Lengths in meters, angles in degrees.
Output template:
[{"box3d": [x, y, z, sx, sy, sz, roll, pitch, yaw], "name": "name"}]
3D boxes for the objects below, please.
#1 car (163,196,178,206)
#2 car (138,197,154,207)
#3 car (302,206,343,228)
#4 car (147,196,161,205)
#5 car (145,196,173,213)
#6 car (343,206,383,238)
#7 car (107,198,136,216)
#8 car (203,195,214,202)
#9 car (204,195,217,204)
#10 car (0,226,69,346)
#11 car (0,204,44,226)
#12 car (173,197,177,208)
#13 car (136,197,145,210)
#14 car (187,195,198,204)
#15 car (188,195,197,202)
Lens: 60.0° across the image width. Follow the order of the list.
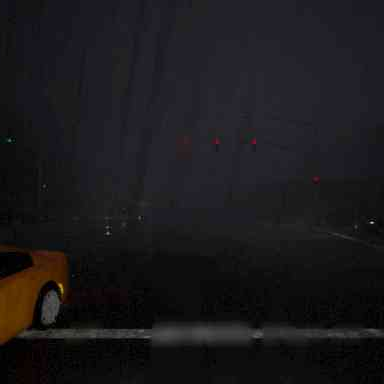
[{"box3d": [-3.534, 1.492, 55.661, 2.128, 1.511, 4.902, 0, 0, 0], "name": "car"}, {"box3d": [-7.048, 1.505, 51.720, 1.837, 1.490, 4.892, 0, 0, 0], "name": "car"}, {"box3d": [9.994, 1.597, 21.559, 5.357, 1.411, 2.033, 0, 0, 9], "name": "car"}, {"box3d": [-7.012, 1.492, 62.128, 2.128, 1.511, 4.902, 0, 0, 0], "name": "car"}, {"box3d": [-3.558, 1.352, 37.033, 2.097, 1.767, 4.553, 0, 0, 0], "name": "car"}, {"box3d": [10.973, 1.542, 17.356, 4.902, 1.511, 2.128, 0, 0, -2], "name": "car"}, {"box3d": [-7.067, 1.526, 32.940, 1.812, 1.442, 4.674, 0, 0, 0], "name": "car"}, {"box3d": [3.561, 1.386, 73.918, 2.128, 1.511, 4.902, 0, 0, 0], "name": "car"}, {"box3d": [3.552, 1.352, 63.779, 2.097, 1.767, 4.553, 0, 0, 0], "name": "car"}, {"box3d": [-3.462, 1.484, 4.204, 1.882, 1.535, 5.008, -1, 0, 8], "name": "car"}, {"box3d": [-12.035, 1.524, 20.980, 5.008, 1.535, 1.882, 0, 0, 0], "name": "car"}, {"box3d": [-3.556, 1.564, 45.603, 1.994, 1.385, 4.181, 0, 0, 0], "name": "car"}, {"box3d": [-7.059, 1.478, 42.234, 1.882, 1.535, 5.008, 0, 0, 0], "name": "car"}, {"box3d": [0.052, 1.505, 63.812, 1.837, 1.490, 4.892, 0, 0, 0], "name": "car"}, {"box3d": [0.061, 1.413, 73.921, 1.994, 1.385, 4.181, 0, 0, 0], "name": "car"}]
